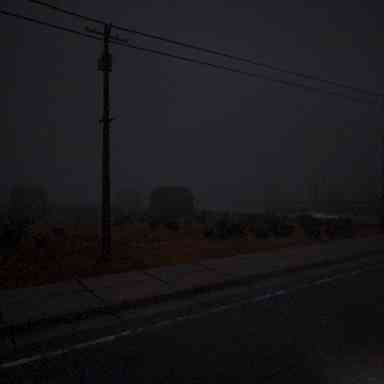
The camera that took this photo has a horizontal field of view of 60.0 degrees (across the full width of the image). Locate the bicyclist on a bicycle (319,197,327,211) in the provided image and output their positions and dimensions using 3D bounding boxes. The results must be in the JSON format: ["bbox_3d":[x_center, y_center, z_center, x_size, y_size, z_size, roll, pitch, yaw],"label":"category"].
[{"bbox_3d":[15.083,1.420,38.127,1.656,1.620,0.582,0,0,-33],"label":"bicyclist on a bicycle"}]

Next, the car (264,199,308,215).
[{"bbox_3d":[9.463,1.441,33.738,1.882,1.535,5.008,0,0,-33],"label":"car"}]

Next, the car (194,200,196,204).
[{"bbox_3d":[-1.307,1.564,57.388,1.895,1.301,4.718,0,0,-32],"label":"car"}]
